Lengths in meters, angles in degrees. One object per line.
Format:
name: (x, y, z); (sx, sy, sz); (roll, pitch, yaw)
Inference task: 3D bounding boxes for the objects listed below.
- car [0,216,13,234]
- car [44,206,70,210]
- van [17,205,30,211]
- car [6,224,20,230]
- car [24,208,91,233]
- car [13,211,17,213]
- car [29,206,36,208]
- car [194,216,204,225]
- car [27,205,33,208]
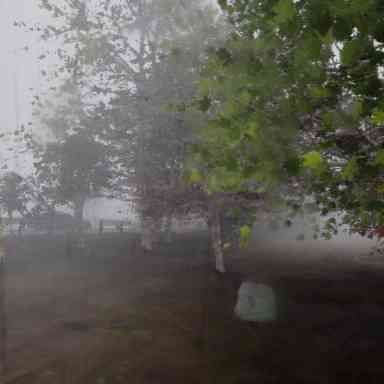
car: (-26.806, 4.268, 43.943); (5.566, 2.045, 2.435); (0, 0, 17)
car: (-27.617, 4.100, 68.773); (2.435, 2.045, 5.566); (1, 1, 19)
van: (-37.026, 4.004, 76.208); (1.878, 1.987, 4.442); (1, 1, 19)
car: (-15.322, 4.448, 31.121); (5.566, 2.045, 2.435); (1, 1, 17)
car: (-10.248, 2.357, 26.179); (1.837, 1.490, 4.892); (1, -4, 38)
car: (-23.274, 4.267, 48.649); (5.566, 2.045, 2.435); (0, 0, 17)
car: (-32.250, 4.283, 72.739); (1.946, 1.575, 5.366); (0, 1, 19)
car: (1.697, 4.056, 51.132); (2.150, 2.045, 5.566); (1, -2, -7)
car: (-34.657, 4.298, 74.440); (2.002, 1.452, 4.674); (0, 1, 19)
